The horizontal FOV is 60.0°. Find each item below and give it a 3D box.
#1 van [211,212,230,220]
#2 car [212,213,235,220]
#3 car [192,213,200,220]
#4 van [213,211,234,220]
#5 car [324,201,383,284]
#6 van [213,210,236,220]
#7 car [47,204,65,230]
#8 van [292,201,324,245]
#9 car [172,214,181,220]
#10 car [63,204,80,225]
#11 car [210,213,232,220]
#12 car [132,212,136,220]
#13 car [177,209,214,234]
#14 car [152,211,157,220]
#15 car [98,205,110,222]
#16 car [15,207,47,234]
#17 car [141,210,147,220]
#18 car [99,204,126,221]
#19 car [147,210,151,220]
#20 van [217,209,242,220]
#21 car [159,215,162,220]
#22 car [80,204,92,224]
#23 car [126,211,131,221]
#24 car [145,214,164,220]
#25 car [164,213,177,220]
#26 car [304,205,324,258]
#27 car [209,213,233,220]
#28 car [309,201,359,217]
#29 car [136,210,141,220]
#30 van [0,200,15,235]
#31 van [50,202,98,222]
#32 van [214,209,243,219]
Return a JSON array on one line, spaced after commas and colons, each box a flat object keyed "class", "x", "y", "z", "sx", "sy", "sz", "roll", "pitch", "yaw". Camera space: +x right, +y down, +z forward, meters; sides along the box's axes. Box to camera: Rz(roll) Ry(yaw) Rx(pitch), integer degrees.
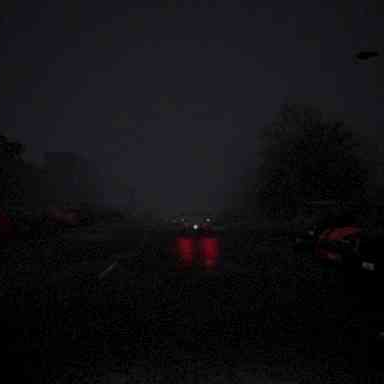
[{"class": "van", "x": 7.438, "y": 6.216, "z": 86.350, "sx": 4.442, "sy": 1.987, "sz": 1.878, "roll": 2, "pitch": -5, "yaw": -19}, {"class": "car", "x": 7.145, "y": 5.521, "z": 74.551, "sx": 4.674, "sy": 1.452, "sz": 2.002, "roll": 2, "pitch": -5, "yaw": -19}, {"class": "car", "x": 0.955, "y": 6.424, "z": 87.889, "sx": 2.097, "sy": 1.767, "sz": 4.553, "roll": 0, "pitch": -5, "yaw": 1}, {"class": "van", "x": 7.306, "y": 5.499, "z": 77.543, "sx": 4.442, "sy": 1.987, "sz": 1.878, "roll": 2, "pitch": -5, "yaw": -19}, {"class": "car", "x": 6.392, "y": 1.287, "z": 8.096, "sx": 5.566, "sy": 2.045, "sz": 2.435, "roll": 1, "pitch": 0, "yaw": -20}, {"class": "van", "x": 6.999, "y": 5.017, "z": 71.591, "sx": 4.442, "sy": 1.987, "sz": 1.878, "roll": 2, "pitch": -5, "yaw": -19}, {"class": "car", "x": -11.345, "y": 1.787, "z": 22.263, "sx": 4.892, "sy": 1.521, "sz": 2.231, "roll": 0, "pitch": -2, "yaw": -20}, {"class": "van", "x": 6.320, "y": 1.373, "z": 14.060, "sx": 4.442, "sy": 1.987, "sz": 1.878, "roll": 1, "pitch": -1, "yaw": -20}, {"class": "car", "x": -4.072, "y": 6.488, "z": 86.166, "sx": 1.994, "sy": 1.385, "sz": 4.181, "roll": 0, "pitch": -5, "yaw": 1}, {"class": "car", "x": -11.491, "y": 1.894, "z": 25.118, "sx": 5.366, "sy": 1.575, "sz": 1.946, "roll": 0, "pitch": -2, "yaw": -20}, {"class": "car", "x": 7.276, "y": 6.196, "z": 83.354, "sx": 4.892, "sy": 1.521, "sz": 2.231, "roll": 2, "pitch": -5, "yaw": -19}, {"class": "car", "x": -11.090, "y": 3.463, "z": 48.561, "sx": 4.792, "sy": 1.488, "sz": 2.163, "roll": 1, "pitch": -4, "yaw": -19}, {"class": "car", "x": 0.305, "y": 1.786, "z": 20.796, "sx": 1.812, "sy": 1.442, "sz": 4.674, "roll": 0, "pitch": -2, "yaw": 3}, {"class": "car", "x": -10.780, "y": 4.785, "z": 69.049, "sx": 5.566, "sy": 2.045, "sz": 2.435, "roll": 1, "pitch": -5, "yaw": -19}, {"class": "car", "x": -11.232, "y": 2.351, "z": 33.943, "sx": 4.892, "sy": 1.521, "sz": 2.231, "roll": 0, "pitch": -3, "yaw": -19}, {"class": "car", "x": -11.365, "y": 1.695, "z": 19.337, "sx": 5.008, "sy": 1.535, "sz": 2.097, "roll": 0, "pitch": -1, "yaw": -20}, {"class": "car", "x": -11.106, "y": 4.110, "z": 57.283, "sx": 5.366, "sy": 1.575, "sz": 1.946, "roll": 1, "pitch": -4, "yaw": -19}, {"class": "car", "x": -11.155, "y": 2.504, "z": 39.826, "sx": 5.566, "sy": 2.045, "sz": 2.435, "roll": 1, "pitch": -4, "yaw": -19}, {"class": "car", "x": -10.833, "y": 4.575, "z": 63.193, "sx": 4.892, "sy": 1.521, "sz": 2.231, "roll": 1, "pitch": -4, "yaw": -19}, {"class": "van", "x": 7.080, "y": 4.330, "z": 62.872, "sx": 4.442, "sy": 1.987, "sz": 1.878, "roll": 2, "pitch": -5, "yaw": -19}, {"class": "car", "x": -10.566, "y": 5.975, "z": 80.735, "sx": 5.008, "sy": 1.535, "sz": 2.097, "roll": 1, "pitch": -5, "yaw": -19}, {"class": "car", "x": -11.302, "y": 2.030, "z": 28.107, "sx": 4.892, "sy": 1.521, "sz": 2.231, "roll": 0, "pitch": -3, "yaw": -20}, {"class": "car", "x": -10.968, "y": 2.979, "z": 42.787, "sx": 5.366, "sy": 1.575, "sz": 1.946, "roll": 1, "pitch": -5, "yaw": -19}, {"class": "car", "x": -10.399, "y": 6.937, "z": 92.429, "sx": 4.892, "sy": 1.521, "sz": 2.231, "roll": 1, "pitch": -5, "yaw": -19}, {"class": "car", "x": -4.314, "y": 5.159, "z": 70.389, "sx": 1.837, "sy": 1.490, "sz": 4.892, "roll": 0, "pitch": -5, "yaw": 1}, {"class": "car", "x": 6.451, "y": 1.439, "z": 11.116, "sx": 4.553, "sy": 1.767, "sz": 2.185, "roll": 1, "pitch": -1, "yaw": -20}, {"class": "car", "x": 7.064, "y": 5.946, "z": 80.357, "sx": 5.366, "sy": 1.575, "sz": 1.946, "roll": 2, "pitch": -5, "yaw": -19}, {"class": "car", "x": 15.913, "y": 1.933, "z": 37.335, "sx": 5.008, "sy": 1.535, "sz": 1.882, "roll": -1, "pitch": -3, "yaw": -15}, {"class": "car", "x": -11.197, "y": 3.656, "z": 51.440, "sx": 5.366, "sy": 1.575, "sz": 1.946, "roll": 1, "pitch": -4, "yaw": -19}, {"class": "van", "x": -11.486, "y": 1.400, "z": 16.372, "sx": 4.442, "sy": 1.987, "sz": 1.878, "roll": 0, "pitch": -1, "yaw": -20}, {"class": "van", "x": -11.380, "y": 1.954, "z": 30.999, "sx": 4.442, "sy": 1.987, "sz": 1.878, "roll": 0, "pitch": -3, "yaw": -20}, {"class": "van", "x": 6.817, "y": 4.091, "z": 59.852, "sx": 4.442, "sy": 1.987, "sz": 1.878, "roll": 2, "pitch": -4, "yaw": -19}]
